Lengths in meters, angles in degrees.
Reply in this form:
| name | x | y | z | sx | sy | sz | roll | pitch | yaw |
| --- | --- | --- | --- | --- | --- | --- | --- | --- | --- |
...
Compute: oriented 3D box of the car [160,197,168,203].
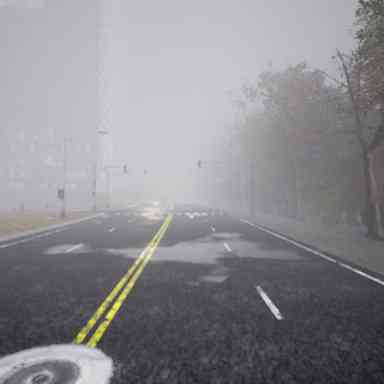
| name | x | y | z | sx | sy | sz | roll | pitch | yaw |
| --- | --- | --- | --- | --- | --- | --- | --- | --- | --- |
| car | -7.547 | 2.260 | 89.667 | 1.837 | 1.490 | 4.892 | 0 | -1 | -5 |
